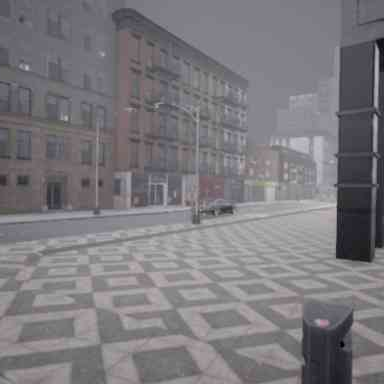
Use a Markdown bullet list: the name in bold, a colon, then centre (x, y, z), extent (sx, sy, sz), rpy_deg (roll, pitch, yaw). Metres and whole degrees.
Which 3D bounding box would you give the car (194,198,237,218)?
- **car**: centre (2.079, 1.273, 28.042), extent (2.128, 1.511, 4.902), rpy_deg (1, 1, 35)
